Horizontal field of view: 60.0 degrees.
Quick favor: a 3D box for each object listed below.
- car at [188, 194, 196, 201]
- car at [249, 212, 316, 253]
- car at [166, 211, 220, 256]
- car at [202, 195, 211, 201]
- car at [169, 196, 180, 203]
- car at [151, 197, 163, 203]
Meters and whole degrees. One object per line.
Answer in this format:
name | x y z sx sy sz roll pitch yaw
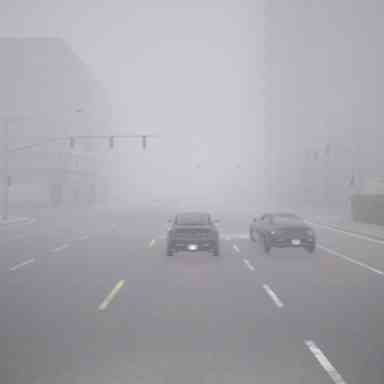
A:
car | 0.013 1.341 80.288 2.128 1.511 4.902 0 0 0
car | 3.550 1.522 13.570 1.812 1.442 4.674 0 0 1
car | 0.047 1.502 13.055 1.837 1.490 4.892 0 0 1
car | 3.513 1.340 80.287 1.812 1.442 4.674 0 0 0
car | -3.496 1.459 66.375 1.882 1.535 5.008 0 0 0
car | -6.993 1.581 66.353 1.895 1.301 4.718 0 0 0
